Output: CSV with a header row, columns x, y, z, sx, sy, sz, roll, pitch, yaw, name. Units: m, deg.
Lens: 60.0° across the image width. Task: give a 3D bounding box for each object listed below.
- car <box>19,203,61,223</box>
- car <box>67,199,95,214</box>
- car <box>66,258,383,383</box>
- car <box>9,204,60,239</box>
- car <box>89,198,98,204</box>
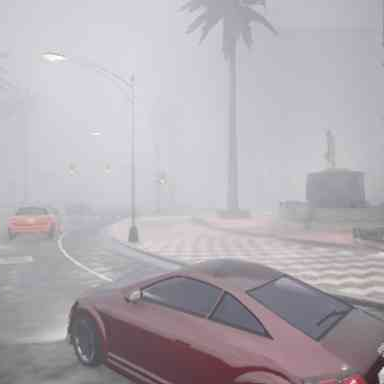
x,y,z,sx,sy,sz,roll,pitch,yaw,name
-13.403,1.802,29.669,1.837,1.490,4.892,0,-1,-3,car
-13.892,1.946,41.161,1.994,1.385,4.181,0,0,-1,car
0.185,1.592,4.265,4.181,1.385,1.994,-1,-1,41,car
-8.736,1.543,18.784,2.097,1.767,4.553,0,0,-17,car
-25.296,2.277,84.409,2.161,1.482,4.786,0,0,-2,car
